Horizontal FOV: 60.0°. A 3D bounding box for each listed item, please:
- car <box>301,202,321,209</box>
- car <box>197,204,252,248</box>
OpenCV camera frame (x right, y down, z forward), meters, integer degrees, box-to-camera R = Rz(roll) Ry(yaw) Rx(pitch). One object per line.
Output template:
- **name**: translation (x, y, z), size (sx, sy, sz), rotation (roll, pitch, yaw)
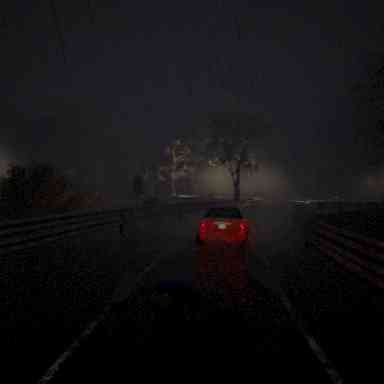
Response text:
- **car**: translation (18.518, 2.194, 51.935), size (1.895, 1.301, 4.718), rotation (2, 0, 39)
- **car**: translation (1.637, 1.408, 15.387), size (2.097, 1.767, 4.553), rotation (1, 0, 12)
